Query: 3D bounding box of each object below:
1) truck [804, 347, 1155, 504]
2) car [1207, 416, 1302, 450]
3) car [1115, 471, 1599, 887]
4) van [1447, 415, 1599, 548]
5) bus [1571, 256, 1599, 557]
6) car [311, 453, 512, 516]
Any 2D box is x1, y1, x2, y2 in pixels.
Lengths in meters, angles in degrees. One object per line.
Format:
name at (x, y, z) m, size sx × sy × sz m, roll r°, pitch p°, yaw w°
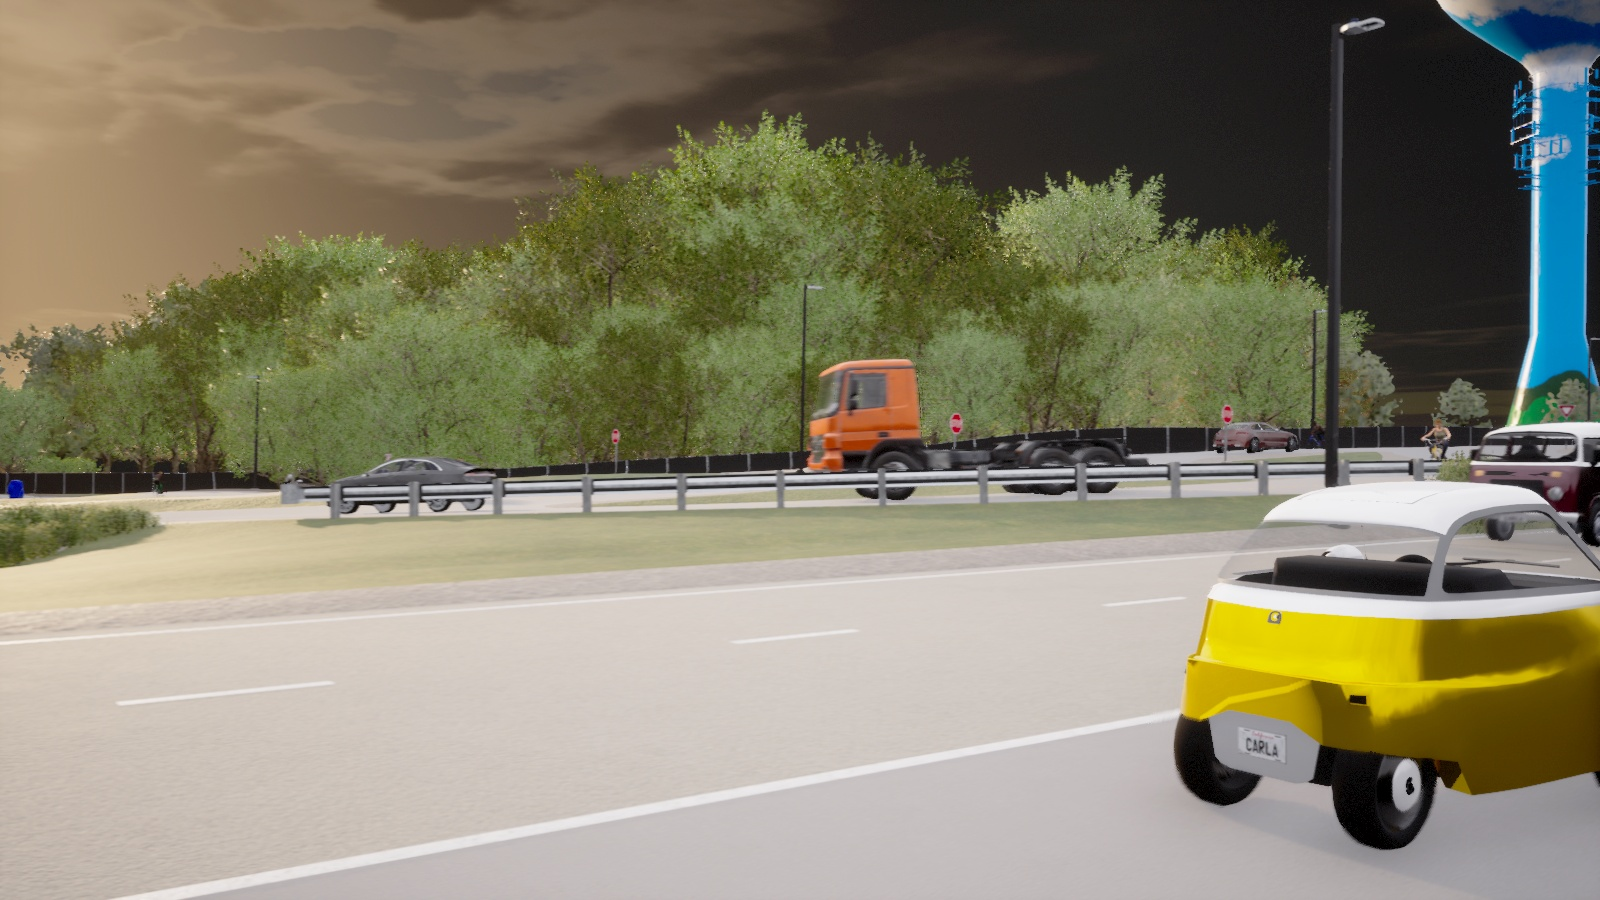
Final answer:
truck at (4.308, -0.589, 30.986) m, size 7.936 × 3.462 × 2.891 m, roll -2°, pitch -1°, yaw -9°
car at (23.782, -0.906, 65.600) m, size 5.027 × 1.651 × 2.152 m, roll -2°, pitch 1°, yaw -35°
car at (2.719, 0.808, 5.551) m, size 2.207 × 1.376 × 1.481 m, roll 0°, pitch 0°, yaw -35°
van at (13.241, 0.484, 21.402) m, size 4.480 × 2.038 × 2.069 m, roll 0°, pitch 0°, yaw -35°
bus at (16.436, -0.624, 19.366) m, size 10.273 × 4.253 × 3.944 m, roll 0°, pitch 0°, yaw -35°
car at (-10.563, 0.965, 34.204) m, size 4.902 × 1.511 × 2.128 m, roll -2°, pitch -2°, yaw 18°
